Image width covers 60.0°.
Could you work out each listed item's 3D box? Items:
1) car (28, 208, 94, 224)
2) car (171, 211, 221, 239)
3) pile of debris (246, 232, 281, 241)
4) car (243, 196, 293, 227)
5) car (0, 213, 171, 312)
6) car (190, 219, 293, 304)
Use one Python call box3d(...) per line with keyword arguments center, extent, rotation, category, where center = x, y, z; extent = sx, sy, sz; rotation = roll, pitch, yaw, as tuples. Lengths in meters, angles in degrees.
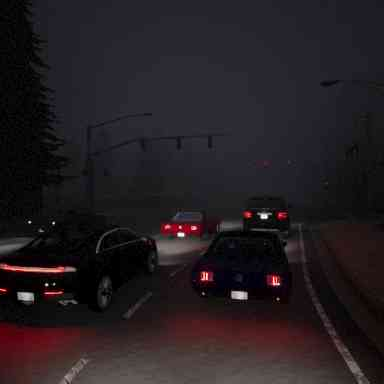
box3d(center=(-6.797, 1.600, 18.477), extent=(1.895, 1.301, 4.718), rotation=(0, 0, 17), category="car")
box3d(center=(0.165, 1.601, 16.822), extent=(1.895, 1.301, 4.718), rotation=(0, 0, 17), category="car")
box3d(center=(3.540, 2.175, 16.358), extent=(1.500, 0.140, 1.860), rotation=(0, 0, 17), category="pile of debris")
box3d(center=(4.065, 1.221, 17.638), extent=(2.150, 2.045, 5.566), rotation=(0, 0, 17), category="car")
box3d(center=(-2.239, 1.492, 7.809), extent=(2.128, 1.511, 4.902), rotation=(0, 0, 11), category="car")
box3d(center=(1.388, 1.601, 8.243), extent=(1.895, 1.301, 4.718), rotation=(0, 0, 13), category="car")
